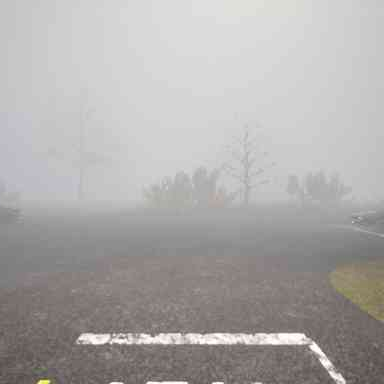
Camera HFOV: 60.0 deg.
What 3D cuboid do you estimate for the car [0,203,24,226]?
[{"bbox_3d":[-13.643,1.459,21.749,4.892,1.490,1.837,0,0,-1],"label":"car"}]

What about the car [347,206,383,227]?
[{"bbox_3d":[13.454,1.601,22.399,5.357,1.411,2.033,0,0,-2],"label":"car"}]
